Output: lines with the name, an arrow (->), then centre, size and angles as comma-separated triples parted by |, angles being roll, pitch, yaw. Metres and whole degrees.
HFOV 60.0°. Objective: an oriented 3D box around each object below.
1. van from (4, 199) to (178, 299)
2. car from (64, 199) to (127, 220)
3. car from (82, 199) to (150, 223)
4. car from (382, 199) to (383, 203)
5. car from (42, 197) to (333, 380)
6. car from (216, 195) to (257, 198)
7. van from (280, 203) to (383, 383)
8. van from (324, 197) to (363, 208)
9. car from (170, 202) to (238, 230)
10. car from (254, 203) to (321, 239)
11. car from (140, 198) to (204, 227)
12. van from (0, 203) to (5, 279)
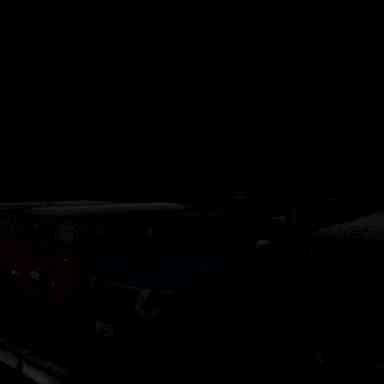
van -> -1.609, 1.260, 7.850 | 1.878, 1.987, 4.442 | 0, 0, 35
car -> -8.101, 1.413, 28.383 | 2.231, 1.521, 4.892 | 0, 0, 35
car -> -5.949, 1.421, 26.618 | 1.946, 1.575, 5.366 | 0, 0, 35
car -> 10.008, 1.256, 15.529 | 2.435, 2.045, 5.566 | 0, 0, 35
car -> 0.592, 1.246, 6.107 | 2.435, 2.045, 5.566 | 0, 0, 35
car -> 3.223, 1.220, 20.356 | 2.435, 2.045, 5.566 | 0, 0, 35
van -> 2.958, 1.283, 4.601 | 1.878, 1.987, 4.442 | 0, 0, 35
van -> 7.797, 1.270, 17.210 | 1.878, 1.987, 4.442 | 0, 0, 35
car -> 0.927, 1.489, 21.919 | 2.163, 1.488, 4.792 | 0, 0, 35
car -> 5.576, 1.480, 18.876 | 1.946, 1.575, 5.366 | 0, 0, 35
car -> -1.300, 1.322, 23.577 | 2.185, 1.767, 4.553 | 0, 0, 35
van -> -3.893, 1.248, 9.475 | 1.878, 1.987, 4.442 | 0, 0, 35
